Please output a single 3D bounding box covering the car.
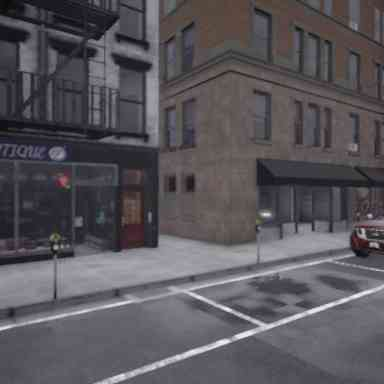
[{"bbox_3d":[7.619,1.303,11.634,5.009,1.841,2.192,0,0,-35],"label":"car"}]
